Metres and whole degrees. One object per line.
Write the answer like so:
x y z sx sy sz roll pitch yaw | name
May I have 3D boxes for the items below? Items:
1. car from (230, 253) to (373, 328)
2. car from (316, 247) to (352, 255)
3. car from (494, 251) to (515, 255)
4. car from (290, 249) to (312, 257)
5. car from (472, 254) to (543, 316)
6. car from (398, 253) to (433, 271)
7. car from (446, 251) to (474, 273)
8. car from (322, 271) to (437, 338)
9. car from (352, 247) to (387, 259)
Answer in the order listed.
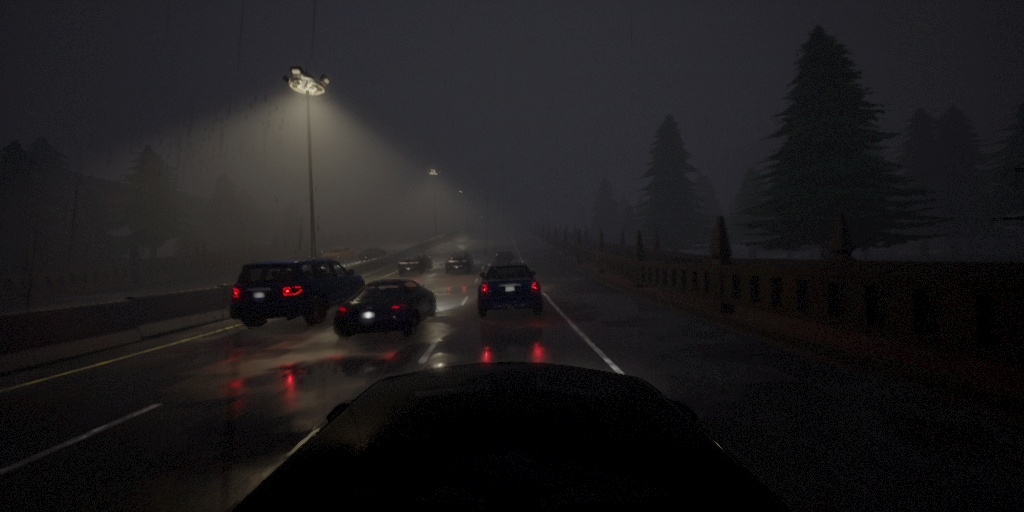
-7.113 1.126 12.677 2.150 2.045 5.566 -2 1 -1 | car
-18.566 -0.209 38.508 1.882 1.535 5.008 -2 7 -2 | car
-0.584 0.304 28.857 1.994 1.385 4.181 -2 5 -1 | car
-22.061 -0.004 38.500 1.994 1.385 4.181 -2 7 -1 | car
-0.130 0.987 13.341 2.097 1.767 4.553 -2 2 -2 | car
-7.569 0.520 28.299 2.128 1.511 4.902 -2 5 -1 | car
-4.072 0.392 28.385 2.128 1.511 4.902 -2 5 -1 | car
-3.555 1.382 10.747 1.994 1.385 4.181 -2 1 -2 | car
-15.069 -0.260 38.682 1.994 1.385 4.181 -2 7 -2 | car
